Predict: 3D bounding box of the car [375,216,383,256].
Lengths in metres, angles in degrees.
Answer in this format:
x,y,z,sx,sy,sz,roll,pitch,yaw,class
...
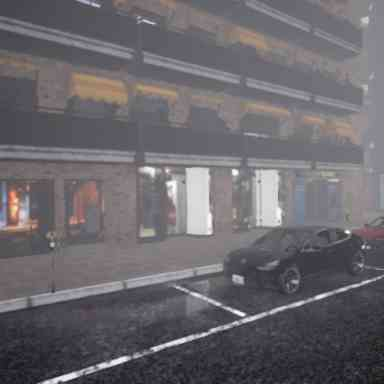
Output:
x,y,z,sx,sy,sz,roll,pitch,yaw,class
7.342,1.477,11.808,4.507,1.381,1.887,0,-1,-35,car

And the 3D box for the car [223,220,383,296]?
x,y,z,sx,sy,sz,roll,pitch,yaw,class
2.780,1.528,8.555,4.313,1.339,1.947,0,-1,-35,car
